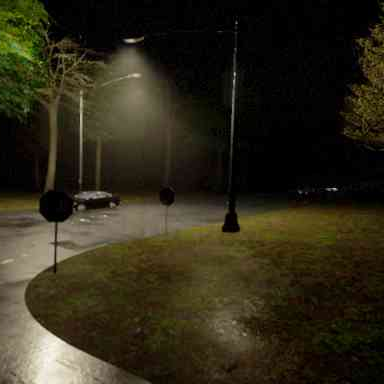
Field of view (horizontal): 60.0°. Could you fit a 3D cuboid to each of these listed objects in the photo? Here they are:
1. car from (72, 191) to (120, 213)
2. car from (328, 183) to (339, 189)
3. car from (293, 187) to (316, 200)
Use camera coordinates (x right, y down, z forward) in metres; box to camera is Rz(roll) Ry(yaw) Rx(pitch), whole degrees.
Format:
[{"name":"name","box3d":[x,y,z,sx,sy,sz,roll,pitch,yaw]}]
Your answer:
[{"name":"car","box3d":[-7.695,0.700,25.324,2.128,1.511,4.902,4,5,35]},{"name":"car","box3d":[37.090,-1.580,87.830,1.895,1.301,4.718,4,4,35]},{"name":"car","box3d":[15.591,0.031,45.848,2.097,1.767,4.553,4,4,35]}]
